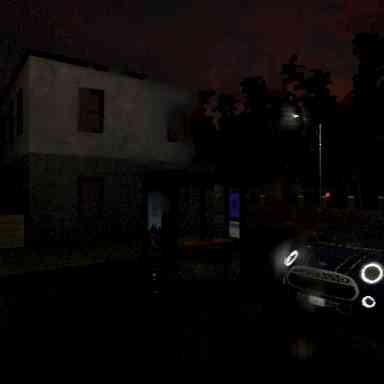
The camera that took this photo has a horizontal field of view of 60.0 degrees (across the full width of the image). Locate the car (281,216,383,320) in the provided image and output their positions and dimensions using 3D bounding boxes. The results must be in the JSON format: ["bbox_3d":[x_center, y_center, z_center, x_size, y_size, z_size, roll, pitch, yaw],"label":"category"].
[{"bbox_3d":[4.010,1.352,7.302,4.553,1.767,2.097,0,0,-37],"label":"car"}]
